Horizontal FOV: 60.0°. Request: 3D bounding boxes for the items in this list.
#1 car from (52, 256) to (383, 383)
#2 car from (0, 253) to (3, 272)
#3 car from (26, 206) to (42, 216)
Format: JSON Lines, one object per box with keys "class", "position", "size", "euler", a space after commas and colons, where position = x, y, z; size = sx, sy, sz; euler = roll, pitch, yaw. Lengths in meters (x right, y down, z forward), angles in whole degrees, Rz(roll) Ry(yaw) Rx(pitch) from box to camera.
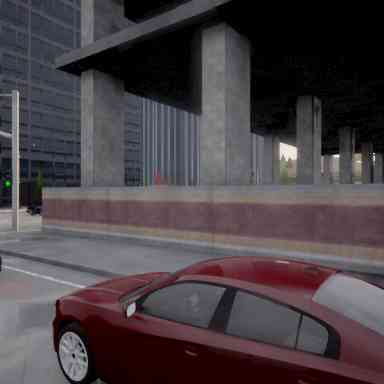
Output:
{"class": "car", "position": [0.470, 1.478, 3.655], "size": [5.008, 1.535, 1.882], "euler": [0, 0, 35]}
{"class": "car", "position": [-6.876, 1.564, 8.844], "size": [4.181, 1.385, 1.994], "euler": [0, 0, 36]}
{"class": "car", "position": [-14.070, 1.656, 33.511], "size": [1.895, 1.301, 4.718], "euler": [0, 0, 36]}
